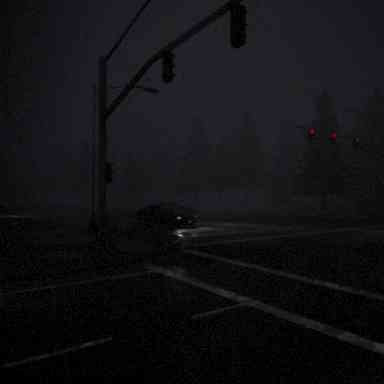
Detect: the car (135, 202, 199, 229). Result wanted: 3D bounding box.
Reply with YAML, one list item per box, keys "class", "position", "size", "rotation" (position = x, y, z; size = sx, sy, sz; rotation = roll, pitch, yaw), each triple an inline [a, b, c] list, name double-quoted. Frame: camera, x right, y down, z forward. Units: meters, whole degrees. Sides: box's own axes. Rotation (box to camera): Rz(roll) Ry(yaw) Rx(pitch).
- class: "car"
  position: [-1.873, 1.562, 22.364]
  size: [4.674, 1.442, 1.812]
  rotation: [1, 0, 40]

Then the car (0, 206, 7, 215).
- class: "car"
  position: [-19.420, 1.520, 30.693]
  size: [4.181, 1.385, 1.994]
  rotation: [0, 0, 8]

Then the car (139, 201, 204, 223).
- class: "car"
  position: [-1.708, 1.545, 26.790]
  size: [4.902, 1.511, 2.128]
  rotation: [1, 0, 35]
